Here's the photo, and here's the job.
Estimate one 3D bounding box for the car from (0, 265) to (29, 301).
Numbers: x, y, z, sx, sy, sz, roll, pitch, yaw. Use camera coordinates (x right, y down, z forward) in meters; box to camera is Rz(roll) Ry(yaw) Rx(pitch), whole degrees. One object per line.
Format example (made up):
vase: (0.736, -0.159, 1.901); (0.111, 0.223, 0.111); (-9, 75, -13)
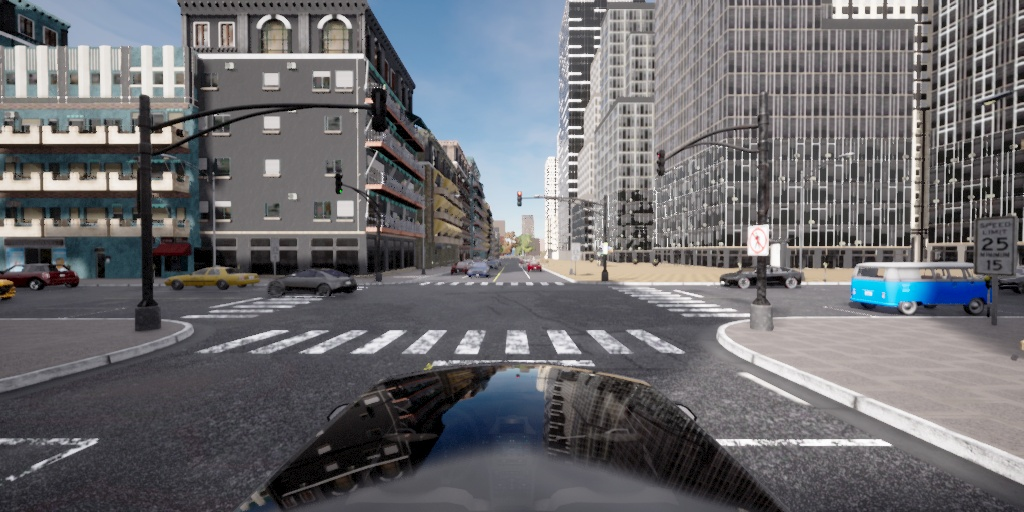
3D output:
car: (-24.883, 1.302, 15.576); (5.008, 1.535, 1.882); (0, 1, 0)

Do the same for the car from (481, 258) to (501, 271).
car: (-2.960, 1.299, 49.496); (1.994, 1.385, 4.181); (0, 0, 0)

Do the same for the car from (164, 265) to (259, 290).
car: (-17.829, 1.243, 21.371); (4.829, 1.417, 1.751); (0, 0, 0)

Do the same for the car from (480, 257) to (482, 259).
car: (-5.541, 1.050, 56.367); (2.192, 1.841, 5.009); (0, 0, 0)

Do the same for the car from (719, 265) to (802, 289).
car: (14.729, 1.212, 21.334); (4.313, 1.339, 1.948); (0, 0, 0)

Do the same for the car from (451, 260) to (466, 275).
car: (-5.588, 1.282, 39.420); (1.888, 1.381, 4.507); (0, 0, 0)

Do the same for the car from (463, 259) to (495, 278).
car: (-3.012, 1.285, 33.969); (2.033, 1.411, 5.357); (0, 0, 0)

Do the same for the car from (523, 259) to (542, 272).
car: (2.776, 1.281, 45.103); (1.888, 1.381, 4.507); (0, 0, 0)

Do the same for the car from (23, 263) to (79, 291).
car: (-28.727, 1.186, 21.383); (4.097, 1.591, 1.967); (0, 0, 0)

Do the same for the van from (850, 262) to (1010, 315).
van: (14.719, 1.115, 12.954); (3.998, 1.789, 1.690); (0, 0, 0)

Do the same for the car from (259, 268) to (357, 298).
car: (-10.202, 1.309, 18.370); (4.181, 1.385, 1.994); (0, 1, 11)

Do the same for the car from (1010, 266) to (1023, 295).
car: (27.175, 1.210, 18.717); (5.357, 1.411, 2.033); (0, 1, 0)

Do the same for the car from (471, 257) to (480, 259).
car: (-5.572, 1.176, 45.069); (1.967, 1.591, 4.097); (0, 0, 0)
